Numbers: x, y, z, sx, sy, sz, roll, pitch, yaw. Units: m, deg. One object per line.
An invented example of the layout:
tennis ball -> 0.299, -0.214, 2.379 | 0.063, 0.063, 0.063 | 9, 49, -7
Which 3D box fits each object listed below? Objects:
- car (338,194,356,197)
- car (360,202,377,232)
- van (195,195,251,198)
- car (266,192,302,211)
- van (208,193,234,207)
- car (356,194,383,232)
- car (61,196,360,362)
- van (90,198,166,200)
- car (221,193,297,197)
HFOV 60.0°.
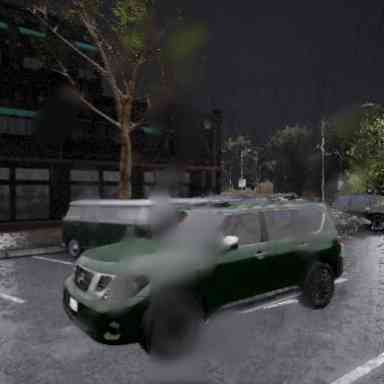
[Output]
car -> 4.712, 1.185, 16.428 | 5.566, 2.045, 2.435 | -1, -1, 34
car -> 7.125, 1.454, 18.156 | 4.792, 1.488, 2.163 | -1, -1, 34
van -> -0.228, 1.235, 13.062 | 4.442, 1.987, 1.878 | -1, 0, 34
car -> 11.252, 1.113, 40.396 | 2.435, 2.045, 5.566 | 0, 1, 36
van -> 4.450, 1.142, 50.273 | 1.878, 1.987, 4.442 | 0, 1, 36
car -> 9.474, 1.163, 19.885 | 5.566, 2.045, 2.435 | -1, 0, 35
car -> 0.593, 1.206, 6.263 | 5.566, 2.045, 2.150 | 0, 0, -36
van -> -2.637, 1.246, 11.343 | 4.442, 1.987, 1.878 | -1, 0, 34
car -> 2.304, 1.196, 14.709 | 5.566, 2.045, 2.435 | -1, -1, 34
